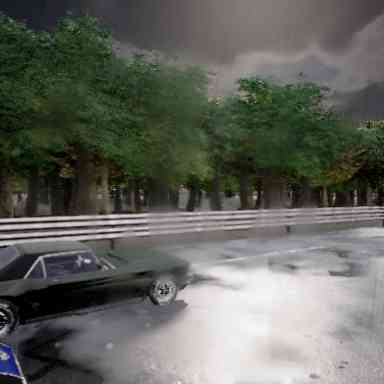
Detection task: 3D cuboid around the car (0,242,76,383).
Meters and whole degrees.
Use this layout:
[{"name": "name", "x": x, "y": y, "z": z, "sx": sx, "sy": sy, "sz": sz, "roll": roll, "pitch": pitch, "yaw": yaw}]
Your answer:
[{"name": "car", "x": -3.158, "y": 1.330, "z": 1.454, "sx": 4.553, "sy": 1.767, "sz": 2.097, "roll": 1, "pitch": 0, "yaw": -36}]

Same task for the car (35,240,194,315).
[{"name": "car", "x": -2.295, "y": 1.599, "z": 6.384, "sx": 4.718, "sy": 1.301, "sz": 1.895, "roll": 1, "pitch": 0, "yaw": -35}]
